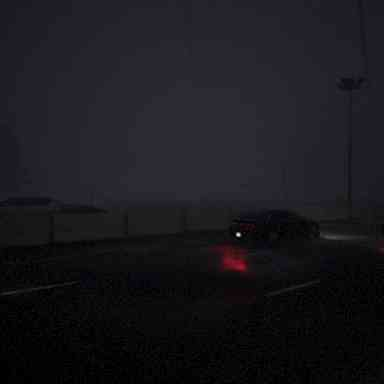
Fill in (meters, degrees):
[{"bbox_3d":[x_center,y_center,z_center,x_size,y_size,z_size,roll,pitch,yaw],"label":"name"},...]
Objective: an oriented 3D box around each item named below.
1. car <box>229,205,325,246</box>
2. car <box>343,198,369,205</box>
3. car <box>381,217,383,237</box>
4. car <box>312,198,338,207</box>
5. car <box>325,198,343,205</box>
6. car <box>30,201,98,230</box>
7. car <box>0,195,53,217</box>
[{"bbox_3d":[3.883,1.503,15.253,4.892,1.490,1.837,0,0,-36],"label":"car"},{"bbox_3d":[24.400,1.600,47.722,4.902,1.511,2.128,1,-1,-36],"label":"car"},{"bbox_3d":[11.263,1.345,16.300,4.553,1.767,2.097,0,0,-36],"label":"car"},{"bbox_3d":[21.691,1.698,54.391,4.181,1.385,1.994,1,-1,-36],"label":"car"},{"bbox_3d":[22.201,1.586,50.447,5.008,1.535,1.882,1,-1,-36],"label":"car"},{"bbox_3d":[-7.529,1.504,20.174,4.902,1.511,2.128,0,0,-36],"label":"car"},{"bbox_3d":[-11.390,1.239,21.693,5.566,2.045,2.150,0,0,-36],"label":"car"}]
